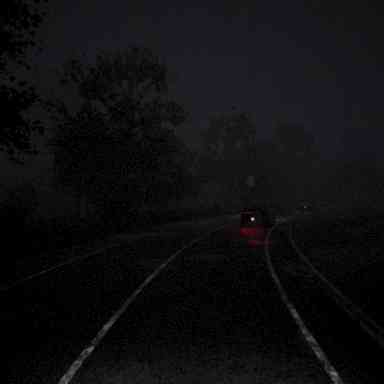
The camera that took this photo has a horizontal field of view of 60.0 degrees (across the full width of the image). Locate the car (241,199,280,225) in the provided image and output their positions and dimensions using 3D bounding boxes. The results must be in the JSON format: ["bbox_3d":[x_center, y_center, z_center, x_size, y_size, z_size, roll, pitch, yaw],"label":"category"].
[{"bbox_3d":[4.839,1.488,23.861,1.837,1.490,4.892,-3,-1,22],"label":"car"}]

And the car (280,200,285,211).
[{"bbox_3d":[9.243,1.569,38.769,2.128,1.511,4.902,-4,-2,37],"label":"car"}]

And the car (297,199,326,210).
[{"bbox_3d":[14.355,1.445,39.776,1.895,1.301,4.718,-5,-2,40],"label":"car"}]
